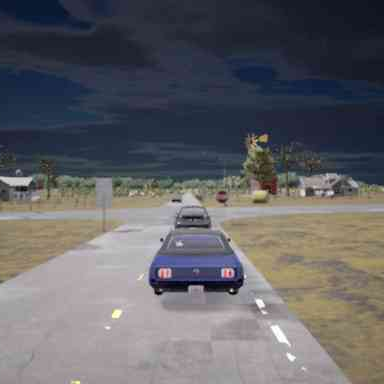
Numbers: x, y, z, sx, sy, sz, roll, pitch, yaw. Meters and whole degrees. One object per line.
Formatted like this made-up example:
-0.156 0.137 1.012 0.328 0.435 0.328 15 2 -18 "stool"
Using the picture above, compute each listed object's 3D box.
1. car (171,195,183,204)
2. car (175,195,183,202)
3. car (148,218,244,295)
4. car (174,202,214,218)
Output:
-3.073 1.586 65.743 1.895 1.301 4.718 0 0 0 "car"
-3.167 1.505 80.658 1.837 1.490 4.892 0 0 0 "car"
0.087 1.590 8.635 1.895 1.301 4.718 0 0 0 "car"
0.075 1.487 17.890 1.837 1.490 4.892 0 0 1 "car"
